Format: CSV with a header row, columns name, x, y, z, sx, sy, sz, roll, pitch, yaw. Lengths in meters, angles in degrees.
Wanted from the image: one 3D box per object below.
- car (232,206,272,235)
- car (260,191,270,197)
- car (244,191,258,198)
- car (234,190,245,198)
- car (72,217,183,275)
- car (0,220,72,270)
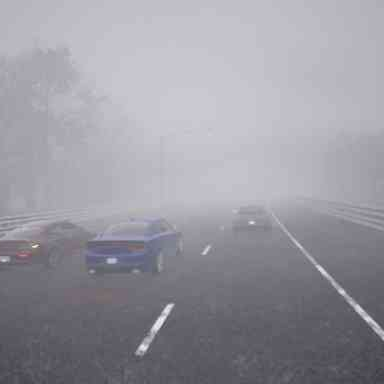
name,x,y,z,sx,sy,sz,roll,pitch,yaw
car,3.208,1.424,17.929,1.994,1.385,4.181,-2,0,10
car,19.932,0.716,92.268,1.837,1.490,4.892,-2,0,16
car,16.445,0.853,92.773,1.837,1.490,4.892,-2,0,16
car,13.053,0.843,93.652,2.097,1.767,4.553,-2,0,16
car,-1.584,1.531,10.668,1.882,1.535,5.008,-2,0,9
car,-4.945,1.710,11.732,1.812,1.442,4.674,-2,0,9
